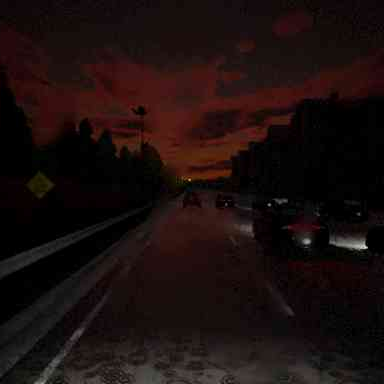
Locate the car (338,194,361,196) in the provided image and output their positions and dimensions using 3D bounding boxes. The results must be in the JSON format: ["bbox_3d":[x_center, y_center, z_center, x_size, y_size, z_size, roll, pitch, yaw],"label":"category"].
[{"bbox_3d":[14.098,0.927,30.498,2.097,1.767,4.553,0,1,0],"label":"car"}]

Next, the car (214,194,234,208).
[{"bbox_3d":[3.581,0.992,37.102,1.837,1.490,4.892,0,1,0],"label":"car"}]

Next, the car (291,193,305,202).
[{"bbox_3d":[14.040,0.901,46.474,2.033,1.411,5.357,0,1,0],"label":"car"}]

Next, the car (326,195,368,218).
[{"bbox_3d":[10.599,1.197,23.435,1.812,1.442,4.674,0,1,0],"label":"car"}]

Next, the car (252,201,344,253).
[{"bbox_3d":[3.598,1.311,12.832,2.128,1.511,4.902,0,1,0],"label":"car"}]

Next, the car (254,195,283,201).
[{"bbox_3d":[7.097,1.111,32.563,1.994,1.385,4.181,0,1,0],"label":"car"}]

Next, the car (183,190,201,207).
[{"bbox_3d":[0.003,0.801,39.715,2.097,1.767,4.553,0,1,0],"label":"car"}]

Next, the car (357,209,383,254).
[{"bbox_3d":[7.100,1.421,10.022,1.994,1.385,4.181,0,1,0],"label":"car"}]

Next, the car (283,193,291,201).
[{"bbox_3d":[10.560,1.015,42.145,1.895,1.301,4.718,0,1,0],"label":"car"}]
